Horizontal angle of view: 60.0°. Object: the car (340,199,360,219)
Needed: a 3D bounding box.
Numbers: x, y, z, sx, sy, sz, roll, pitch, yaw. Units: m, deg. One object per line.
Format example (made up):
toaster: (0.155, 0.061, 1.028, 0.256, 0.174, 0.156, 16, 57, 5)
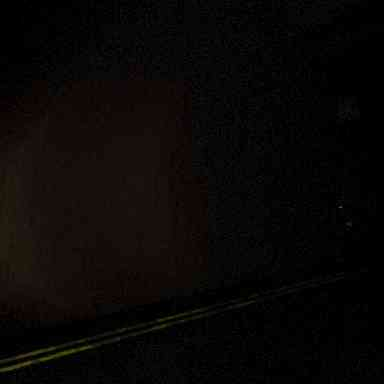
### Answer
car: (13.625, 1.299, 26.612, 4.553, 1.767, 2.097, 0, 0, -35)
